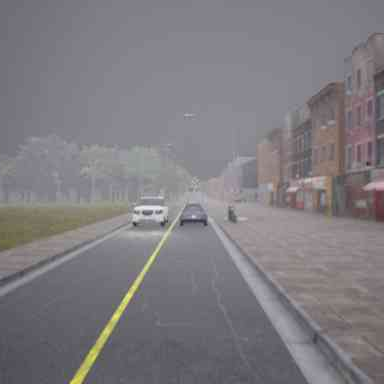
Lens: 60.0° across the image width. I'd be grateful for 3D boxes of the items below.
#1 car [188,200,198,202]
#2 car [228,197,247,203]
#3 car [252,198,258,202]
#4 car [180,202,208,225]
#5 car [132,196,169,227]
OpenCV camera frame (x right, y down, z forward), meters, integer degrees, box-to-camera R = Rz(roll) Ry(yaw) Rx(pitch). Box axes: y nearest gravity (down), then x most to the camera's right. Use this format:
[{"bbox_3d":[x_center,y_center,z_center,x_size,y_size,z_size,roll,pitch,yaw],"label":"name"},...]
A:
[{"bbox_3d":[0.110,1.743,42.961,1.812,1.442,4.674,0,0,0],"label":"car"},{"bbox_3d":[10.464,1.840,77.192,4.403,1.369,2.008,-1,1,0],"label":"car"},{"bbox_3d":[15.995,1.752,77.188,4.206,1.307,1.802,-1,1,0],"label":"car"},{"bbox_3d":[0.112,1.665,24.711,1.994,1.385,4.181,0,0,0],"label":"car"},{"bbox_3d":[-2.838,1.319,23.821,2.150,2.045,5.566,0,-1,0],"label":"car"}]
